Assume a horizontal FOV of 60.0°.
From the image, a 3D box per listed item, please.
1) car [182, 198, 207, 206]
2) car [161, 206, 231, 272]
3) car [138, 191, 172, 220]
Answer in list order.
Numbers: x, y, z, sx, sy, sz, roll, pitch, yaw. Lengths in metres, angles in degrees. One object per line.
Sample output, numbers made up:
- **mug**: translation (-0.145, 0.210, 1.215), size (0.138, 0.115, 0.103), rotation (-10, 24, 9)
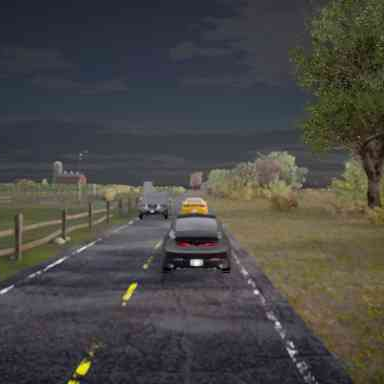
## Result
- **car**: translation (0.189, 1.211, 26.687), size (1.882, 1.535, 5.008), rotation (0, 0, 0)
- **car**: translation (0.125, 1.399, 10.354), size (1.837, 1.490, 4.892), rotation (0, 1, 0)
- **car**: translation (-2.749, 0.961, 25.899), size (2.150, 2.045, 5.566), rotation (0, 0, 0)
